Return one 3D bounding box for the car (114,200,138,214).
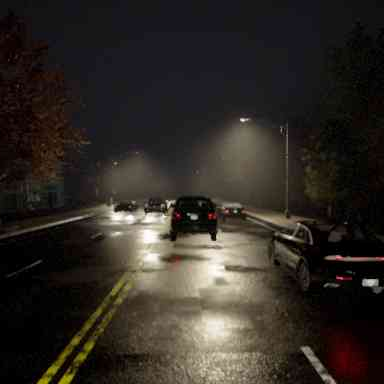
[{"bbox_3d":[-6.883,1.551,34.924,1.895,1.301,4.718,0,0,-1],"label":"car"}]

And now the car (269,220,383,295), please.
[{"bbox_3d":[3.349,1.479,8.665,2.128,1.511,4.902,0,0,0],"label":"car"}]

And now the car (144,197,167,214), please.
[{"bbox_3d":[-3.612,1.302,33.798,2.097,1.767,4.553,0,0,-1],"label":"car"}]

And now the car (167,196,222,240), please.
[{"bbox_3d":[0.070,1.196,17.055,2.150,2.045,5.566,0,0,0],"label":"car"}]

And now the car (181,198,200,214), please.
[{"bbox_3d":[-0.188,1.453,35.127,1.837,1.490,4.892,0,0,-1],"label":"car"}]

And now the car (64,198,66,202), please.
[{"bbox_3d":[-29.166,1.716,70.779,4.403,1.369,2.008,-1,1,-1],"label":"car"}]

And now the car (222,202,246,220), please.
[{"bbox_3d":[3.190,1.506,27.284,2.033,1.411,5.357,0,0,-1],"label":"car"}]

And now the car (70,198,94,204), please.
[{"bbox_3d":[-20.694,1.730,62.406,4.313,1.339,1.947,-1,1,-1],"label":"car"}]
